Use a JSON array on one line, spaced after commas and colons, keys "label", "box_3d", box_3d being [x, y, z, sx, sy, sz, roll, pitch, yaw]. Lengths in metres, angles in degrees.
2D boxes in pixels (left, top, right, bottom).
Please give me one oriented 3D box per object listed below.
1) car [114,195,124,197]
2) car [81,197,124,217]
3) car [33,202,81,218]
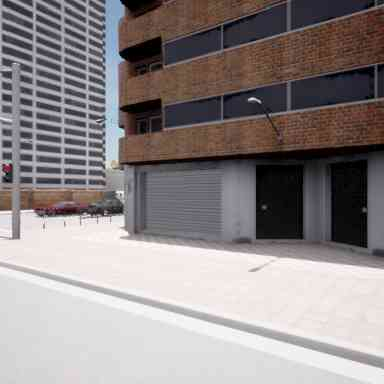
[{"label": "car", "box_3d": [-6.398, 1.478, 39.046, 1.882, 1.535, 5.008, 0, 0, 35]}, {"label": "car", "box_3d": [-7.525, 1.504, 31.039, 1.837, 1.490, 4.892, 0, 0, 35]}, {"label": "car", "box_3d": [-12.113, 1.601, 30.943, 1.895, 1.301, 4.718, 0, 0, 35]}]
